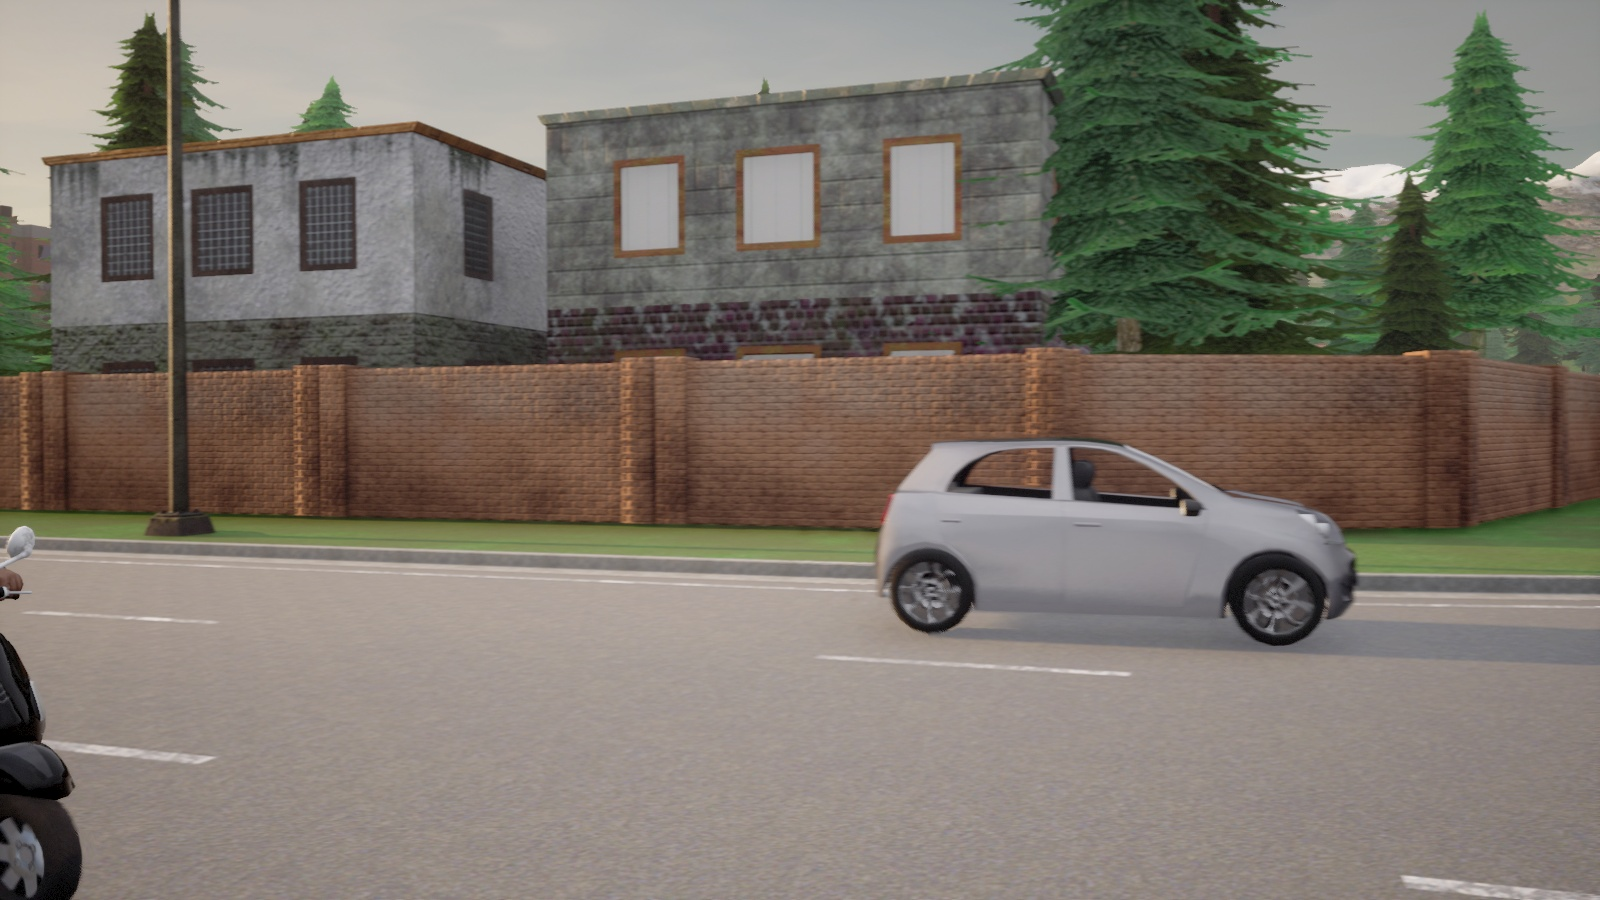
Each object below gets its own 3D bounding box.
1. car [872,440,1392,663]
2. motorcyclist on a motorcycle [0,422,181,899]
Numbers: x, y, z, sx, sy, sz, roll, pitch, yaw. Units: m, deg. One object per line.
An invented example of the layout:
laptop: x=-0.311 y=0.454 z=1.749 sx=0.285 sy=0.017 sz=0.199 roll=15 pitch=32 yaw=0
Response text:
car: x=2.532 y=0.690 z=9.984 sx=3.633 sy=1.501 sz=1.845 roll=0 pitch=1 yaw=14
motorcyclist on a motorcycle: x=-3.161 y=0.700 z=4.256 sx=1.817 sy=1.590 sz=0.866 roll=1 pitch=1 yaw=19
